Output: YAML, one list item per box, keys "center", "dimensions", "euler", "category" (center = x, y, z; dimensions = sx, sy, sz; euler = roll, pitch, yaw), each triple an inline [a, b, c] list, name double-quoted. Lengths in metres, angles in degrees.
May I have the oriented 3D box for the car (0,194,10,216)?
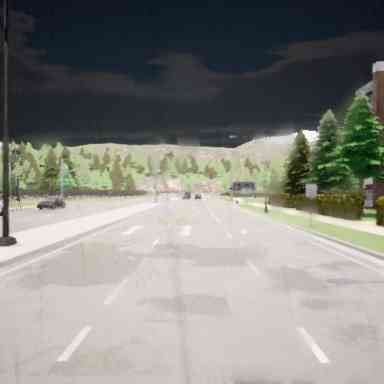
- center: [-18.210, 1.196, 29.012]
  dimensions: [2.150, 2.045, 5.566]
  euler: [0, 0, 1]
  category: "car"

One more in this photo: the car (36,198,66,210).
- center: [-18.031, 1.516, 42.936]
  dimensions: [2.033, 1.411, 5.357]
  euler: [0, 0, 1]
  category: "car"
